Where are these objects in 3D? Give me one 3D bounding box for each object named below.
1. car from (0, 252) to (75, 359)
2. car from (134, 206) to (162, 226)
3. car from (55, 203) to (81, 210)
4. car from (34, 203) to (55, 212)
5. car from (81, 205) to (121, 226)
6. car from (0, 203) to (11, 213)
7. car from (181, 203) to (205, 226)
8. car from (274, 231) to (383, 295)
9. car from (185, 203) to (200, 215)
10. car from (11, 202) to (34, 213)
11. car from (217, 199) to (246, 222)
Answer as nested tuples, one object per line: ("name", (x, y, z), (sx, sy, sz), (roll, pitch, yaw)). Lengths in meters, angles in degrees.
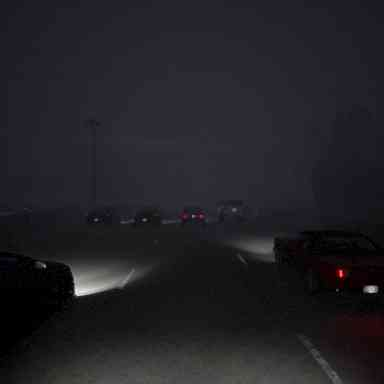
("car", (-3.400, 1.610, 5.185), (1.994, 1.385, 4.181), (0, -1, 0))
("car", (-3.400, 1.865, 26.228), (1.812, 1.442, 4.674), (0, -1, 0))
("car", (-17.541, 2.273, 48.235), (1.882, 1.535, 5.008), (0, -1, 1))
("car", (-21.026, 2.346, 49.414), (1.812, 1.442, 4.674), (0, -1, 1))
("car", (-6.900, 1.866, 26.237), (1.812, 1.442, 4.674), (0, -1, 0))
("car", (-28.036, 2.284, 48.767), (1.882, 1.535, 5.008), (0, -1, 1))
("car", (0.101, 1.900, 26.926), (2.033, 1.411, 5.357), (0, -1, 0))
("car", (3.600, 1.686, 8.903), (1.895, 1.301, 4.718), (0, -1, 0))
("car", (0.100, 2.218, 43.421), (1.812, 1.442, 4.674), (0, -1, 0))
("car", (-24.523, 2.338, 49.889), (1.837, 1.490, 4.892), (0, -2, 1))
("car", (3.600, 1.652, 31.011), (2.150, 2.045, 5.566), (0, -1, 0))
